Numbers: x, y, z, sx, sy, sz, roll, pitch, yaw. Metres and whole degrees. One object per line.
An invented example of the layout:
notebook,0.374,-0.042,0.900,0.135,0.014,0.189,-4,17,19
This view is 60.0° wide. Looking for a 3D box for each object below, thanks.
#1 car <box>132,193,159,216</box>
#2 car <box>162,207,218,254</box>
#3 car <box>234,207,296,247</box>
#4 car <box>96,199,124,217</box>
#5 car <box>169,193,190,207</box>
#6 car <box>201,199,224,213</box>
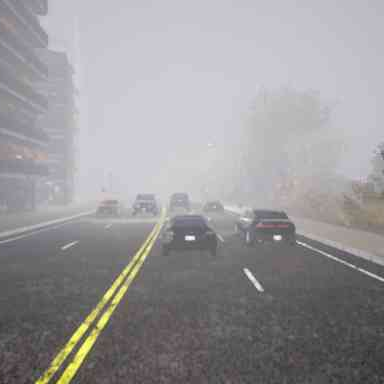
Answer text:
car,-4.289,1.141,31.202,2.150,2.045,5.566,0,0,-4
car,-0.123,1.518,13.205,1.994,1.385,4.181,0,0,-2
car,3.087,1.446,14.719,1.837,1.490,4.892,0,0,-2
car,-7.528,1.392,30.918,1.882,1.535,5.008,0,0,-4
car,-1.483,1.083,38.624,2.150,2.045,5.566,0,0,-5
car,2.063,1.434,34.669,1.994,1.385,4.181,0,0,-4
